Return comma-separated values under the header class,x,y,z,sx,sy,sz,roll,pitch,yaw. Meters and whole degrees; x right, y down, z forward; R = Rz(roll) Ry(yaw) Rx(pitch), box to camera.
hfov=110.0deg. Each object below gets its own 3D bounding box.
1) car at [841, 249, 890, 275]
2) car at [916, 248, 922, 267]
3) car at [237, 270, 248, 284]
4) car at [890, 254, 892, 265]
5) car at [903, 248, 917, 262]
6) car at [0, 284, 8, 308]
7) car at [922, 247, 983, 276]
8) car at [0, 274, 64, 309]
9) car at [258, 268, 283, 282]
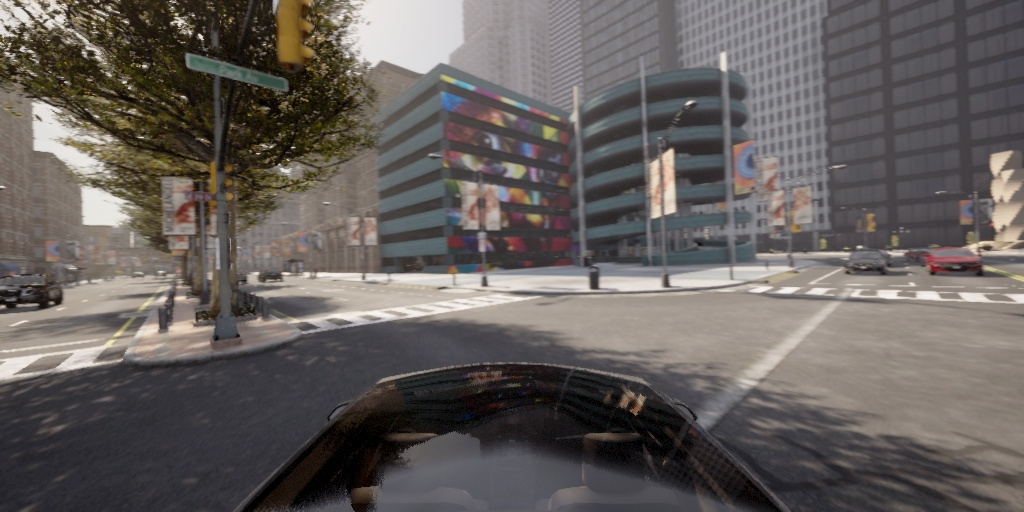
class,x,y,z,sx,sy,sz,roll,pitch,yaw
car,22.788,0.382,23.094,4.892,1.490,1.837,-2,0,-43
car,31.757,0.093,26.591,4.181,1.385,1.994,-2,0,-42
car,-32.362,2.540,42.075,2.128,1.511,4.902,-2,0,-42
car,29.992,0.148,29.653,5.357,1.411,2.033,-2,0,-42
car,38.796,-0.139,33.800,1.895,1.301,4.718,-2,0,37
car,-22.041,2.099,13.807,1.882,1.535,5.008,-2,0,-43
car,25.170,0.259,20.534,5.008,1.535,1.882,-2,0,-43
car,-29.296,2.133,21.679,2.150,2.045,5.566,-2,0,-42
car,-30.748,2.339,45.557,2.097,1.767,4.553,-2,0,-43
